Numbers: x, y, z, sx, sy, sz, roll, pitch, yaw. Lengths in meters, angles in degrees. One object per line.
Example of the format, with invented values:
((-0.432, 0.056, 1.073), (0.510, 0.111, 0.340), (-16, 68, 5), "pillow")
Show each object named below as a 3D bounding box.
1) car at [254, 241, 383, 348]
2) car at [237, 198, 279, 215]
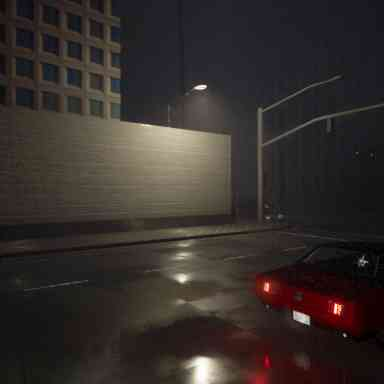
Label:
((3.467, 1.601, 6.259), (4.718, 1.301, 1.895), (0, 0, -35), "car")
((6.863, 1.407, 34.721), (2.097, 1.767, 4.553), (0, 0, -35), "car")
